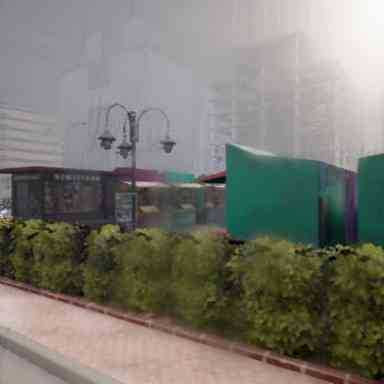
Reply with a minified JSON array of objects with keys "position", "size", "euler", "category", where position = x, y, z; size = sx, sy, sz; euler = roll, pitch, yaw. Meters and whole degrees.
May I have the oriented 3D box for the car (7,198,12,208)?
[{"position":[-11.986,1.193,26.325],"size":[1.905,1.878,3.866],"euler":[0,0,34],"category":"car"}]
